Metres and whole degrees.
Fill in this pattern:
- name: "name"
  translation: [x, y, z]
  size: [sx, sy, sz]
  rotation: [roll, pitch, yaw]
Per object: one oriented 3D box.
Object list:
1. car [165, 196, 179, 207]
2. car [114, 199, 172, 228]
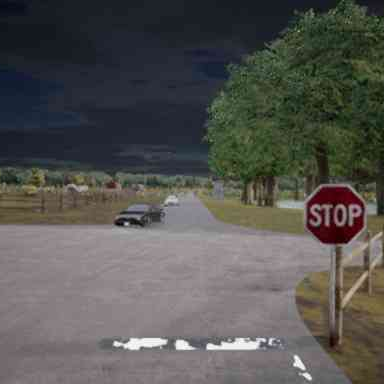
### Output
- name: "car"
  translation: [-2.772, 1.267, 46.845]
  size: [1.812, 1.442, 4.674]
  rotation: [0, 1, 0]
- name: "car"
  translation: [-3.228, 1.462, 21.984]
  size: [2.033, 1.411, 5.357]
  rotation: [0, 0, 13]
